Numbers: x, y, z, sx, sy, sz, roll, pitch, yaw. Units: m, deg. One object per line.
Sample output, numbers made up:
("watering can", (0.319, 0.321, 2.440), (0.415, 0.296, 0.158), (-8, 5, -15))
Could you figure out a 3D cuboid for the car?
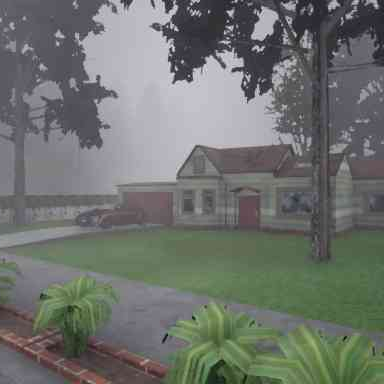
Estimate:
("car", (-4.437, 1.300, 18.827), (1.994, 1.381, 4.181), (0, 0, 36))
